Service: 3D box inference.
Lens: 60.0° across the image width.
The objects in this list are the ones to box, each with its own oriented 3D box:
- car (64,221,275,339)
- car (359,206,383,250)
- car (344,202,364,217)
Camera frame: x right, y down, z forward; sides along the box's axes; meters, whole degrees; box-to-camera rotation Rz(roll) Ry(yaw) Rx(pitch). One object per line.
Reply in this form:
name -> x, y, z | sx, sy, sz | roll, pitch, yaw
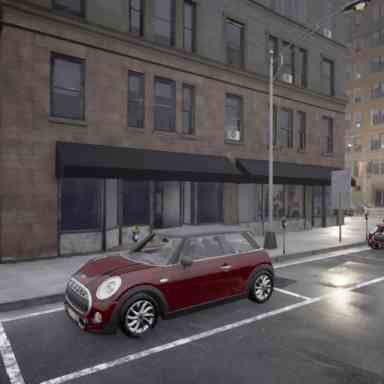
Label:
car -> -0.314, 1.441, 6.538 | 4.097, 1.590, 1.967 | 0, 0, -36
car -> 8.619, 1.444, 12.934 | 4.097, 1.590, 1.967 | 0, 0, -36
car -> 12.332, 1.251, 29.665 | 2.097, 1.767, 4.553 | 1, 0, -36
